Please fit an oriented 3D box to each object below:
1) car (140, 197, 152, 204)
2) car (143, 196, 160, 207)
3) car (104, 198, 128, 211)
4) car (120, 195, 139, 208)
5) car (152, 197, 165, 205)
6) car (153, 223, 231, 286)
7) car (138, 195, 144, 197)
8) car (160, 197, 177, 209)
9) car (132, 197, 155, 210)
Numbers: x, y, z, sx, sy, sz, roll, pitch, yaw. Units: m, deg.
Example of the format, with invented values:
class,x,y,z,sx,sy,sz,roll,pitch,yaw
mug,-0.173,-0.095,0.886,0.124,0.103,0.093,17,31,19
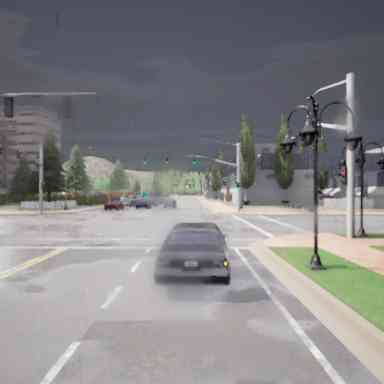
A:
class,x,y,z,sx,sy,sz,roll,pitch,yaw
car,-10.370,1.920,75.304,2.033,1.411,5.357,0,0,0
car,-6.975,1.840,57.991,2.033,1.411,5.357,0,0,0
car,-10.513,1.829,45.083,1.895,1.301,4.718,0,0,0
car,-10.494,1.766,54.352,2.128,1.511,4.902,0,0,0
car,-6.886,1.836,68.257,2.128,1.511,4.902,0,0,0
car,0.100,1.597,9.613,2.033,1.411,5.357,0,0,3
car,-10.423,1.874,64.816,2.033,1.411,5.357,0,0,1
car,-3.291,1.806,51.175,2.033,1.411,5.357,0,0,0
car,-7.000,1.845,48.346,1.895,1.301,4.718,0,0,0
